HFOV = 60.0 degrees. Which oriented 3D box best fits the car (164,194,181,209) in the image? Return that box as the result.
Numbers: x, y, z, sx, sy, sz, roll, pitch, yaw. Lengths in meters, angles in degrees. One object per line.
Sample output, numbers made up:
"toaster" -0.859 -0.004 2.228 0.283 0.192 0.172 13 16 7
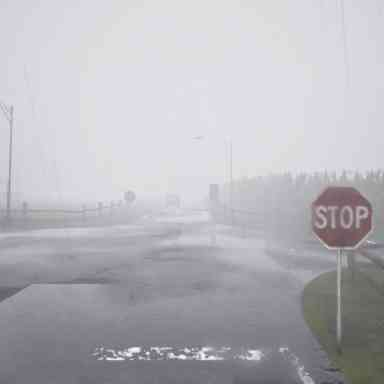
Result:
"car" -2.738 1.256 47.140 2.150 2.045 5.566 0 0 0
